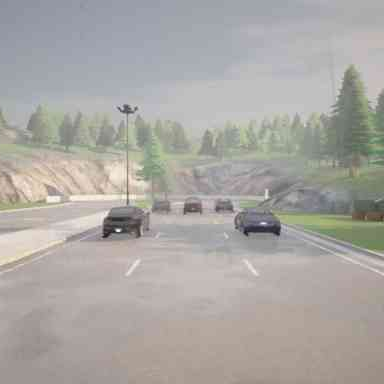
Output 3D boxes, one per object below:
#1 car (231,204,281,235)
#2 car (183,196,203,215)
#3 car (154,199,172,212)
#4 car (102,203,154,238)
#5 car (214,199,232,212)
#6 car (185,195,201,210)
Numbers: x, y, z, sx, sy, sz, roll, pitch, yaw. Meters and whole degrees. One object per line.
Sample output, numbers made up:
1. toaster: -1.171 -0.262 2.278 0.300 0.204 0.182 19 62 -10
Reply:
1. car: 3.600 1.564 18.771 1.994 1.385 4.181 0 0 0
2. car: 0.091 1.478 34.679 1.882 1.535 5.008 0 0 0
3. car: -3.396 1.491 37.954 2.128 1.511 4.902 0 0 0
4. car: -3.399 1.505 17.774 1.837 1.490 4.892 0 0 0
5. car: 3.604 1.491 38.309 2.128 1.511 4.902 0 0 0
6. car: 0.170 1.352 43.914 2.097 1.767 4.553 0 0 1
